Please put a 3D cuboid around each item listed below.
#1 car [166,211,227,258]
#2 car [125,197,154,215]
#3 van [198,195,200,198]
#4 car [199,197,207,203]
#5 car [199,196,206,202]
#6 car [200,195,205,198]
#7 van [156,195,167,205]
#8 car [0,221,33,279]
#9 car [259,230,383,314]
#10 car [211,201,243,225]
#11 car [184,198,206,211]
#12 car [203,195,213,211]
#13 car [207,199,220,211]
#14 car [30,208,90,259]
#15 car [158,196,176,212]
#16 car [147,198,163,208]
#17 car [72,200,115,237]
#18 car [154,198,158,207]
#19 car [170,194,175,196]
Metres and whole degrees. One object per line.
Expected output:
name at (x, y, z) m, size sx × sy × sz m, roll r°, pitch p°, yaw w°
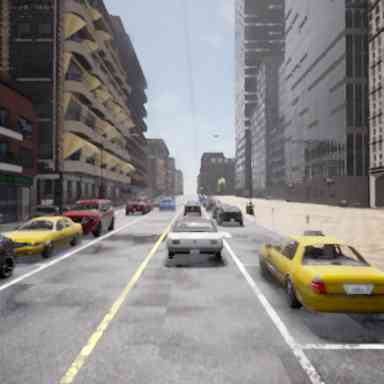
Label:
car at (0.094, 1.641, 12.911) m, size 1.895 × 1.301 × 4.718 m, roll 0°, pitch 0°, yaw 0°
car at (-5.695, 1.426, 35.377) m, size 2.192 × 1.841 × 5.009 m, roll 1°, pitch 0°, yaw 0°
van at (2.666, 1.563, 68.800) m, size 1.690 × 1.788 × 3.998 m, roll 1°, pitch 0°, yaw 0°
car at (2.656, 1.842, 79.937) m, size 1.802 × 1.307 × 4.206 m, roll 1°, pitch 0°, yaw 0°
car at (2.653, 1.805, 85.677) m, size 1.752 × 1.417 × 4.829 m, roll 1°, pitch 0°, yaw 0°
car at (2.673, 1.606, 52.090) m, size 1.967 × 1.590 × 4.097 m, roll 1°, pitch 0°, yaw 0°
van at (-5.711, 1.544, 63.227) m, size 1.690 × 1.788 × 3.998 m, roll 1°, pitch 0°, yaw 0°
car at (-5.684, 1.589, 7.529) m, size 1.947 × 1.339 × 4.313 m, roll 1°, pitch 0°, yaw 0°
car at (2.697, 1.549, 7.704) m, size 1.752 × 1.417 × 4.829 m, roll 1°, pitch 0°, yaw 0°
car at (2.687, 1.627, 24.242) m, size 2.008 × 1.369 × 4.403 m, roll 1°, pitch 0°, yaw 0°
car at (0.078, 1.659, 35.527) m, size 2.033 × 1.411 × 5.357 m, roll 0°, pitch 0°, yaw 0°
car at (2.679, 1.570, 40.950) m, size 1.967 × 1.590 × 4.097 m, roll 1°, pitch 0°, yaw 0°
car at (2.685, 1.645, 29.810) m, size 2.008 × 1.369 × 4.403 m, roll 1°, pitch 0°, yaw 0°
car at (-5.686, 1.565, 12.929) m, size 1.752 × 1.417 × 4.829 m, roll 1°, pitch 0°, yaw 0°
car at (-3.024, 1.625, 41.974) m, size 1.882 × 1.535 × 5.008 m, roll 0°, pitch 0°, yaw 0°
car at (-5.709, 1.731, 52.086) m, size 1.947 × 1.339 × 4.313 m, roll 1°, pitch 0°, yaw 0°
car at (-5.686, 1.373, 18.670) m, size 2.192 × 1.841 × 5.009 m, roll 1°, pitch 0°, yaw 0°
car at (-5.702, 1.673, 40.947) m, size 1.887 × 1.381 × 4.507 m, roll 1°, pitch 0°, yaw 0°
car at (-5.724, 1.810, 79.933) m, size 2.008 × 1.369 × 4.403 m, roll 1°, pitch 0°, yaw 0°
